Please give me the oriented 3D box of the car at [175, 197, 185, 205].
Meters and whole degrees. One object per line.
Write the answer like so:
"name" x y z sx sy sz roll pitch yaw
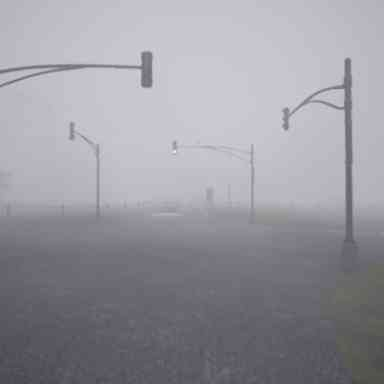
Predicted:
"car" -2.452 1.871 69.439 2.033 1.411 5.357 0 0 0

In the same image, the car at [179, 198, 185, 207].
"car" -2.598 1.734 53.950 1.882 1.535 5.008 0 -1 1

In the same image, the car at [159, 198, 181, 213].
"car" -2.704 1.747 39.253 1.994 1.385 4.181 0 0 1

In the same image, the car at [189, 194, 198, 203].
"car" 0.350 1.446 78.716 2.150 2.045 5.566 0 0 0

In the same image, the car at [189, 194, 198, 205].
"car" 0.292 1.804 68.261 1.882 1.535 5.008 0 0 0
